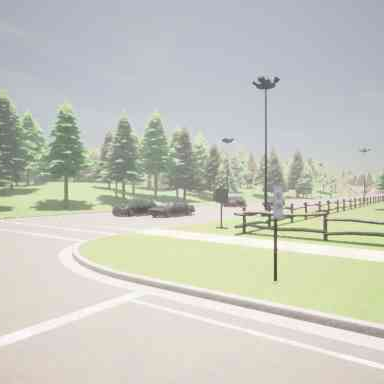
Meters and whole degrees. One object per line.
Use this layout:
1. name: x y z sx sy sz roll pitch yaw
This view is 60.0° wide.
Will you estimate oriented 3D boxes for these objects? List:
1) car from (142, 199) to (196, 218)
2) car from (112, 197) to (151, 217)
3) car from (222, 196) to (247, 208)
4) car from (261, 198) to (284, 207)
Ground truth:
1. car: -1.752 1.546 30.475 2.033 1.411 5.357 0 0 35
2. car: -5.370 1.354 31.412 2.097 1.767 4.553 0 0 35
3. car: 6.006 1.351 47.587 2.097 1.767 4.553 0 0 35
4. car: 12.365 1.547 50.508 2.033 1.411 5.357 0 0 36
